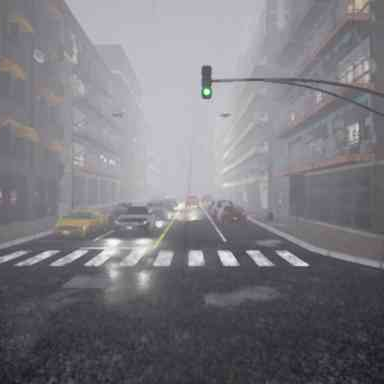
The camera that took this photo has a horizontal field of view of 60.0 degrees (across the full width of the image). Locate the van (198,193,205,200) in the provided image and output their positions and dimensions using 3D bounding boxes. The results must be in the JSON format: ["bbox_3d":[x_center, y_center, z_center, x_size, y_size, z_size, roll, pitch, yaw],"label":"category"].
[{"bbox_3d":[2.730,1.225,94.887,1.690,1.788,3.998,0,0,0],"label":"van"}]

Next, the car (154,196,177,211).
[{"bbox_3d":[-3.080,1.511,38.389,1.994,1.385,4.181,0,0,0],"label":"car"}]

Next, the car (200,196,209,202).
[{"bbox_3d":[2.722,1.472,72.793,1.947,1.339,4.313,1,0,0],"label":"car"}]

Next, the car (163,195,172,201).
[{"bbox_3d":[-5.657,1.426,78.163,1.752,1.417,4.829,1,0,0],"label":"car"}]

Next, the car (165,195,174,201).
[{"bbox_3d":[-5.656,1.446,83.857,2.008,1.369,4.403,1,0,0],"label":"car"}]

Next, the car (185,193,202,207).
[{"bbox_3d":[0.017,1.286,49.314,2.097,1.767,4.553,0,0,0],"label":"car"}]

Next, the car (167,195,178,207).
[{"bbox_3d":[-3.039,1.498,48.170,1.994,1.385,4.181,0,0,0],"label":"car"}]

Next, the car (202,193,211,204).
[{"bbox_3d":[2.720,1.234,61.747,2.192,1.841,5.009,1,0,0],"label":"car"}]

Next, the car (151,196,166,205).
[{"bbox_3d":[-5.665,1.476,56.240,2.008,1.369,4.403,1,0,0],"label":"car"}]

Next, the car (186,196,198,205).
[{"bbox_3d":[0.019,1.469,59.350,2.033,1.411,5.357,0,0,0],"label":"car"}]

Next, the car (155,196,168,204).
[{"bbox_3d":[-5.663,1.464,61.764,1.887,1.381,4.507,1,0,0],"label":"car"}]

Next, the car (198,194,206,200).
[{"bbox_3d":[2.728,1.330,89.364,1.967,1.590,4.097,1,0,0],"label":"car"}]

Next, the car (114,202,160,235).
[{"bbox_3d":[-3.086,1.499,18.746,1.812,1.442,4.674,0,0,0],"label":"car"}]

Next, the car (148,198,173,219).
[{"bbox_3d":[-3.083,1.508,28.470,2.033,1.411,5.357,0,0,0],"label":"car"}]

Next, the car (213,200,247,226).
[{"bbox_3d":[2.705,1.512,23.082,1.887,1.381,4.507,1,0,0],"label":"car"}]

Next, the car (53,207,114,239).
[{"bbox_3d":[-5.677,1.501,17.406,1.752,1.417,4.829,1,0,0],"label":"car"}]

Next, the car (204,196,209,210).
[{"bbox_3d":[2.710,1.527,39.653,1.802,1.307,4.206,1,0,0],"label":"car"}]

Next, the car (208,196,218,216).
[{"bbox_3d":[2.708,1.400,28.606,1.967,1.590,4.097,1,0,0],"label":"car"}]
